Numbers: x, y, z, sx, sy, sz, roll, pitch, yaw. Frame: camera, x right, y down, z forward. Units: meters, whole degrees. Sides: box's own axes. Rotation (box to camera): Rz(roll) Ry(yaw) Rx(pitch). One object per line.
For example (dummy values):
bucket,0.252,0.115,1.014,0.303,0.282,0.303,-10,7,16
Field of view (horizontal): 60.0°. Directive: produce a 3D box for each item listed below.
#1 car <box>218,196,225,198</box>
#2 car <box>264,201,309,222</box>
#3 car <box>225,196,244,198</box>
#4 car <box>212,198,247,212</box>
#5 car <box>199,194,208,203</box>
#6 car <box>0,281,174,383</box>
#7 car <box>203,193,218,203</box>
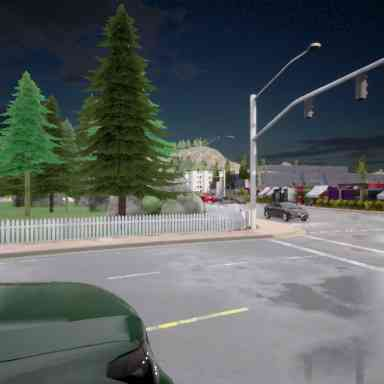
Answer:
car,5.989,1.559,71.147,1.837,1.490,4.892,0,0,-16
car,7.671,1.560,27.462,1.837,1.490,4.892,0,0,-16
car,8.616,1.547,62.284,2.128,1.511,4.902,0,0,-16
car,4.341,1.656,38.830,1.895,1.301,4.718,0,0,-16
car,0.471,1.559,52.095,1.837,1.490,4.892,0,0,-16
car,-2.779,1.221,1.653,5.566,2.045,2.150,0,0,-36
car,2.844,1.277,69.594,2.150,2.045,5.566,0,0,-17
